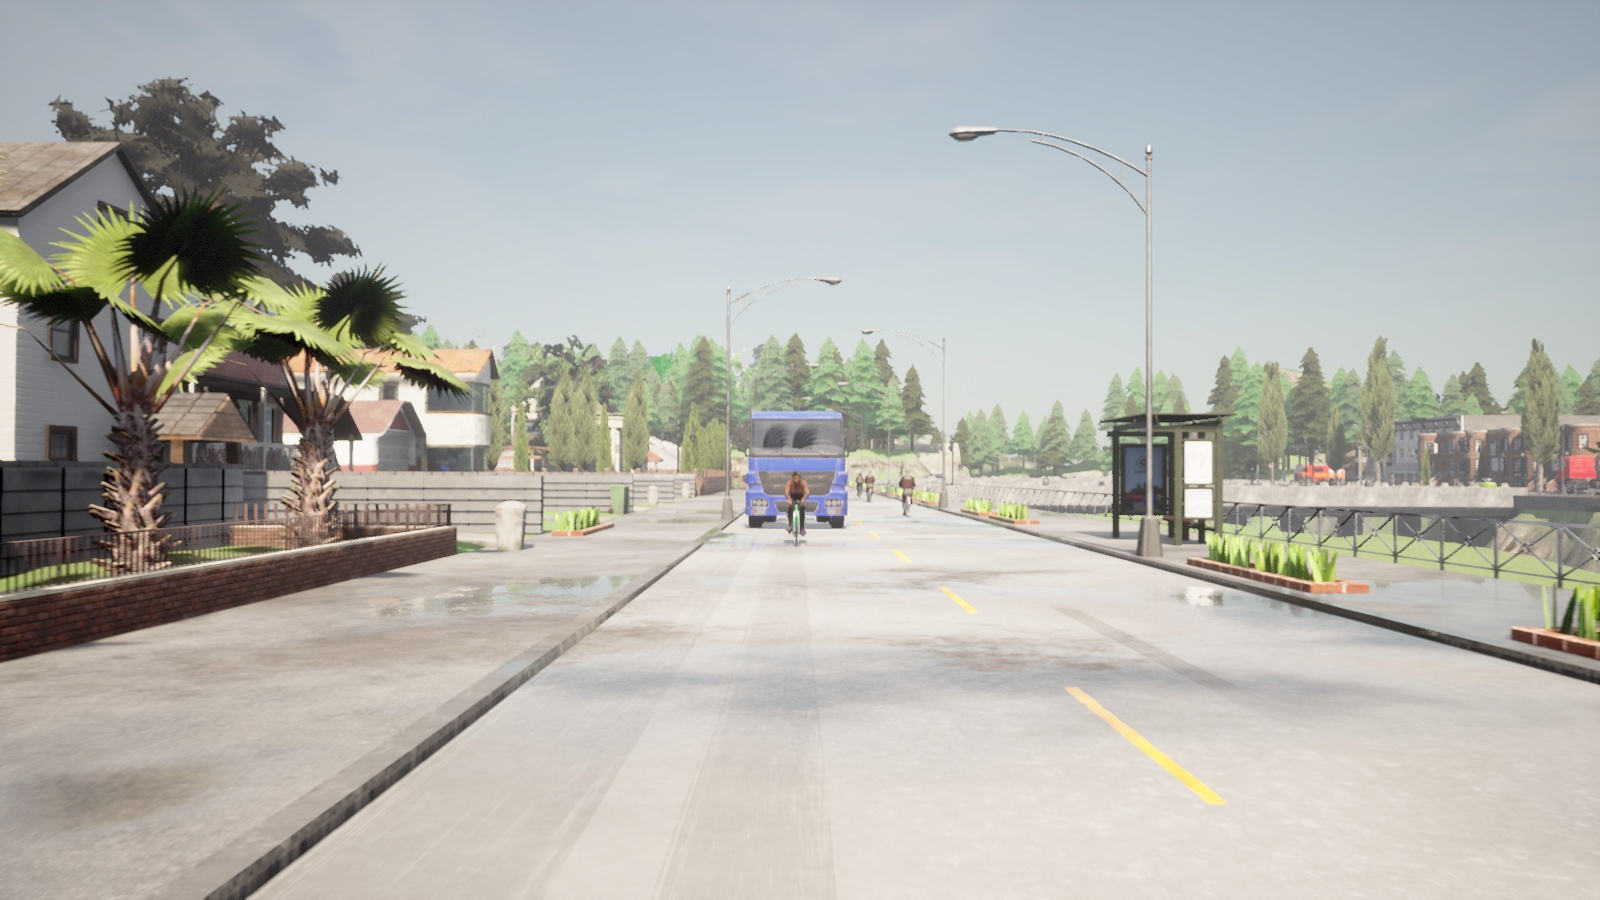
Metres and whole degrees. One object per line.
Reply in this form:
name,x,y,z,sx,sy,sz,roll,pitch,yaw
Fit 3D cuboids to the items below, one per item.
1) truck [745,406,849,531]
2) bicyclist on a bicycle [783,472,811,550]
truck,-0.097,0.588,38.862,2.891,3.462,7.936,0,-1,0
bicyclist on a bicycle,-0.065,1.299,27.304,0.582,1.620,1.656,0,-1,0
